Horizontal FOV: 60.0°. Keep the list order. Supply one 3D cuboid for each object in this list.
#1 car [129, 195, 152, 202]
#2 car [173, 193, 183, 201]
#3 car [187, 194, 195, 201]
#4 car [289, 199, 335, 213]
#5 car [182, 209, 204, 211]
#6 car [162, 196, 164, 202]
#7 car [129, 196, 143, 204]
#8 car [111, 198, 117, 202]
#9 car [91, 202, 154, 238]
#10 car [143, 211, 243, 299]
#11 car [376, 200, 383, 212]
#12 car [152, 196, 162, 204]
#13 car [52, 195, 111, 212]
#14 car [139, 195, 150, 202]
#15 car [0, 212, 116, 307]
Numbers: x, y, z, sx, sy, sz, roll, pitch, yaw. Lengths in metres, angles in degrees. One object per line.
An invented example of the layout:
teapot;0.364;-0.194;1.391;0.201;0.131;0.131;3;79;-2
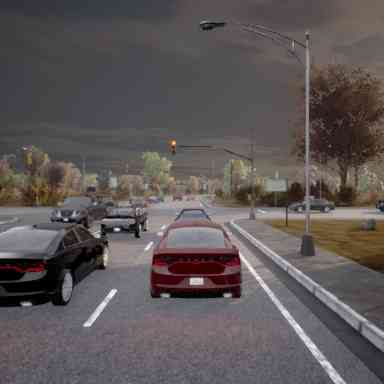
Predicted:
car;-7.235;1.351;46.589;2.097;1.767;4.553;0;0;0
car;-3.751;1.218;85.368;2.150;2.045;5.566;0;0;0
car;-0.252;1.348;85.735;2.097;1.767;4.553;0;0;0
car;13.272;1.505;36.935;4.892;1.490;1.837;0;0;3
car;0.051;1.564;17.531;1.994;1.385;4.181;0;0;0
car;-7.224;1.540;74.832;2.033;1.411;5.357;0;0;0
car;-10.736;1.477;63.858;1.882;1.535;5.008;0;0;0
car;-12.350;1.505;46.177;1.837;1.490;4.892;1;0;23
car;-3.443;1.492;17.552;2.128;1.511;4.902;0;0;-1
car;0.077;1.478;8.542;1.882;1.535;5.008;0;0;0
car;23.269;1.212;36.422;5.566;2.045;2.150;0;0;3
car;-7.248;1.525;62.302;1.812;1.442;4.674;0;0;0
car;-7.163;1.221;21.632;2.150;2.045;5.566;0;0;0
car;-10.725;1.500;75.225;1.837;1.490;4.892;0;0;0
car;-3.421;1.478;8.065;1.882;1.535;5.008;0;0;0
